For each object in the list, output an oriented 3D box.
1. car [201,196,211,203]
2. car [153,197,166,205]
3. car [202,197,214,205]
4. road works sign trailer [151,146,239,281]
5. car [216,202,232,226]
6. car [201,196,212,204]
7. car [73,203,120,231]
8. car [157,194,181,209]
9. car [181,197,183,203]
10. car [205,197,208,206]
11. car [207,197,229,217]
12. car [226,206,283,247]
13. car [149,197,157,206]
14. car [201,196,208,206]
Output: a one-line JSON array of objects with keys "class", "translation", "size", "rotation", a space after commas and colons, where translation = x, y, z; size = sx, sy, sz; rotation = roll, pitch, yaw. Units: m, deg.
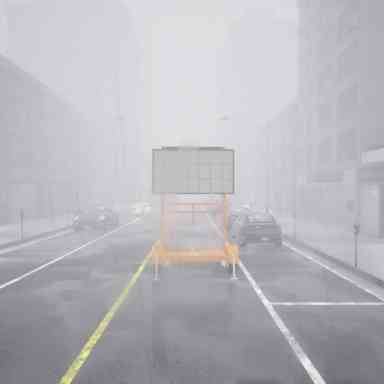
[{"class": "car", "translation": [2.834, 1.577, 69.842], "size": [1.887, 1.381, 4.507], "rotation": [-1, 0, 0]}, {"class": "car", "translation": [-5.704, 1.588, 58.842], "size": [1.947, 1.339, 4.313], "rotation": [-1, 0, 0]}, {"class": "car", "translation": [2.821, 1.568, 58.831], "size": [1.887, 1.381, 4.507], "rotation": [-1, 0, 0]}, {"class": "road works sign trailer", "translation": [0.035, 0.463, 9.897], "size": [2.380, 3.560, 2.880], "rotation": [0, 0, -2]}, {"class": "car", "translation": [2.775, 1.545, 20.296], "size": [1.887, 1.381, 4.507], "rotation": [-1, 0, 0]}, {"class": "car", "translation": [2.828, 1.572, 64.337], "size": [1.887, 1.381, 4.507], "rotation": [-1, 0, 0]}, {"class": "car", "translation": [-5.751, 1.440, 20.306], "size": [1.967, 1.590, 4.097], "rotation": [-1, 0, 0]}, {"class": "car", "translation": [-3.047, 1.233, 44.724], "size": [2.150, 2.045, 5.566], "rotation": [0, 0, 0]}, {"class": "car", "translation": [-2.914, 1.599, 72.572], "size": [1.994, 1.385, 4.181], "rotation": [0, 0, 0]}, {"class": "car", "translation": [2.795, 1.552, 36.811], "size": [1.887, 1.381, 4.507], "rotation": [-1, 0, 0]}, {"class": "car", "translation": [2.787, 1.445, 31.306], "size": [1.967, 1.590, 4.097], "rotation": [-1, 0, 0]}, {"class": "car", "translation": [2.769, 1.550, 14.790], "size": [2.008, 1.369, 4.403], "rotation": [-1, 0, 0]}, {"class": "car", "translation": [-5.712, 1.458, 53.337], "size": [1.967, 1.590, 4.097], "rotation": [-1, 0, 0]}, {"class": "car", "translation": [2.815, 1.584, 53.327], "size": [1.947, 1.339, 4.313], "rotation": [-1, 0, 0]}]
